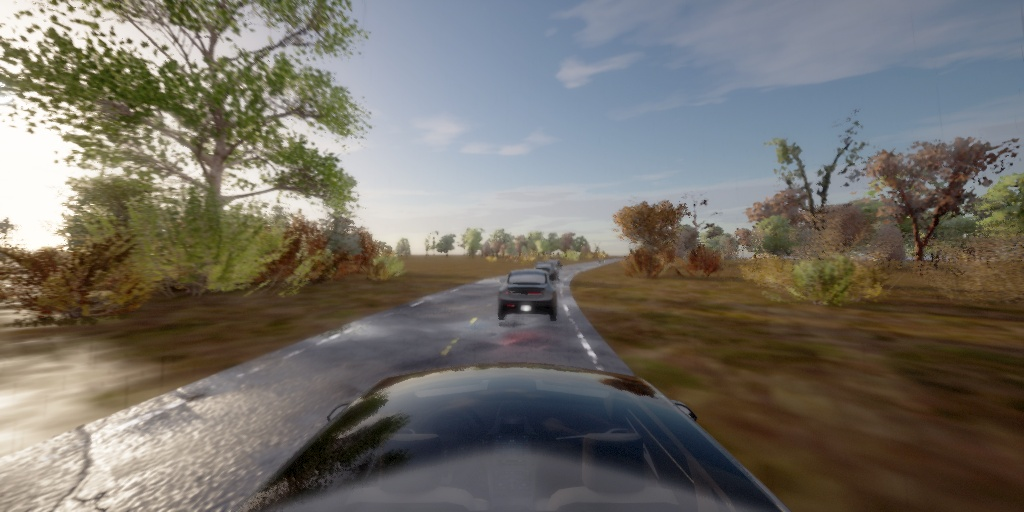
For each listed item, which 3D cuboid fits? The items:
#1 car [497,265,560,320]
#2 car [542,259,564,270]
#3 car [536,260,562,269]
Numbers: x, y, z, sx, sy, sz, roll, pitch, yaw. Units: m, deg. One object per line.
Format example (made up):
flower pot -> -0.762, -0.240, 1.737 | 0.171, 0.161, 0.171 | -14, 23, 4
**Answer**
car -> 0.598, 1.233, 12.580 | 1.837, 1.490, 4.892 | 0, 0, 5
car -> 6.079, 1.236, 52.635 | 2.033, 1.411, 5.357 | 0, 0, 19
car -> 2.612, 1.216, 27.721 | 1.837, 1.490, 4.892 | 0, 1, 11
